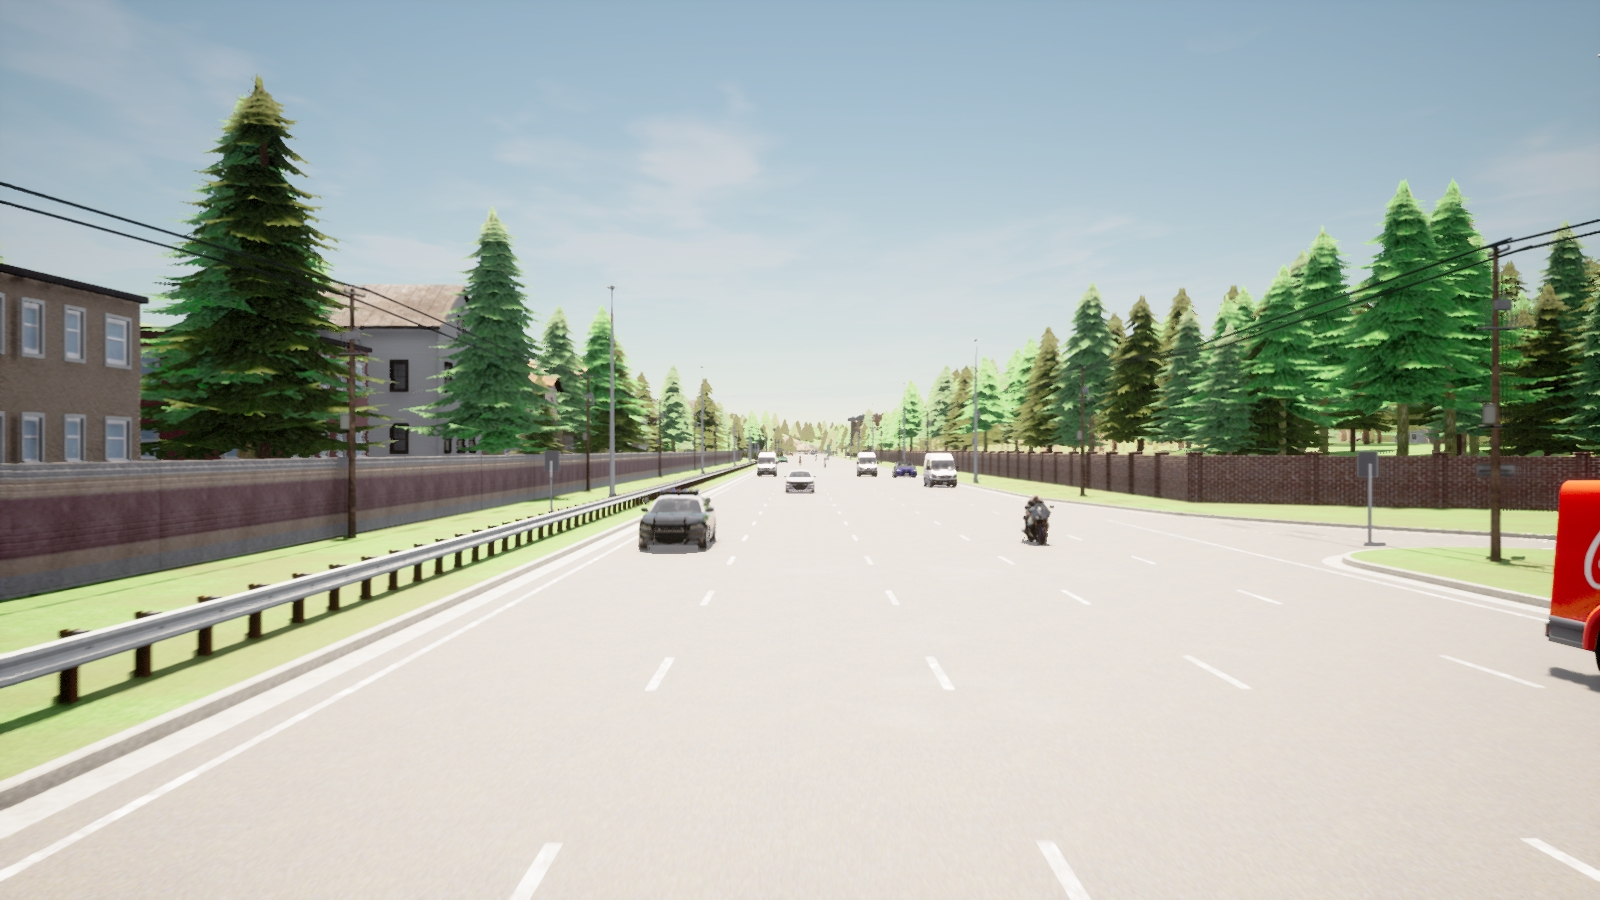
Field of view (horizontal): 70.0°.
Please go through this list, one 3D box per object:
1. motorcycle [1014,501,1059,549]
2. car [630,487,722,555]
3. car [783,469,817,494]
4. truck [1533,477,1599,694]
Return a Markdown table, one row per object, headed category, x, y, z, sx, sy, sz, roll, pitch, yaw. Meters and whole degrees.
| category | x | y | z | sx | sy | sz | roll | pitch | yaw |
| --- | --- | --- | --- | --- | --- | --- | --- | --- | --- |
| motorcycle | 7.002 | 2.205 | 33.953 | 0.867 | 1.251 | 2.209 | 0 | 0 | 0 |
| car | -3.499 | 1.982 | 33.120 | 2.097 | 1.638 | 5.238 | 0 | 0 | 0 |
| car | 0.003 | 2.034 | 74.789 | 2.097 | 1.535 | 5.006 | 0 | 0 | 0 |
| truck | 10.500 | 1.568 | 11.709 | 2.627 | 2.467 | 5.204 | 0 | 0 | 0 |
